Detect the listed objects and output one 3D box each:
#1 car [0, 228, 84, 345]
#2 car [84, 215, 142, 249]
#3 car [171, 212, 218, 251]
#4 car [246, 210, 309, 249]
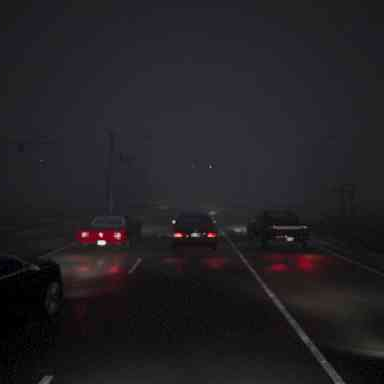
[{"bbox_3d":[-3.402,1.505,4.547,2.128,1.511,4.902,0,0,0],"label":"car"},{"bbox_3d":[-3.399,1.644,14.758,1.895,1.301,4.718,0,0,0],"label":"car"},{"bbox_3d":[0.102,1.589,14.389,2.033,1.411,5.357,0,0,0],"label":"car"},{"bbox_3d":[3.602,1.534,14.672,2.128,1.511,4.902,0,0,0],"label":"car"}]
